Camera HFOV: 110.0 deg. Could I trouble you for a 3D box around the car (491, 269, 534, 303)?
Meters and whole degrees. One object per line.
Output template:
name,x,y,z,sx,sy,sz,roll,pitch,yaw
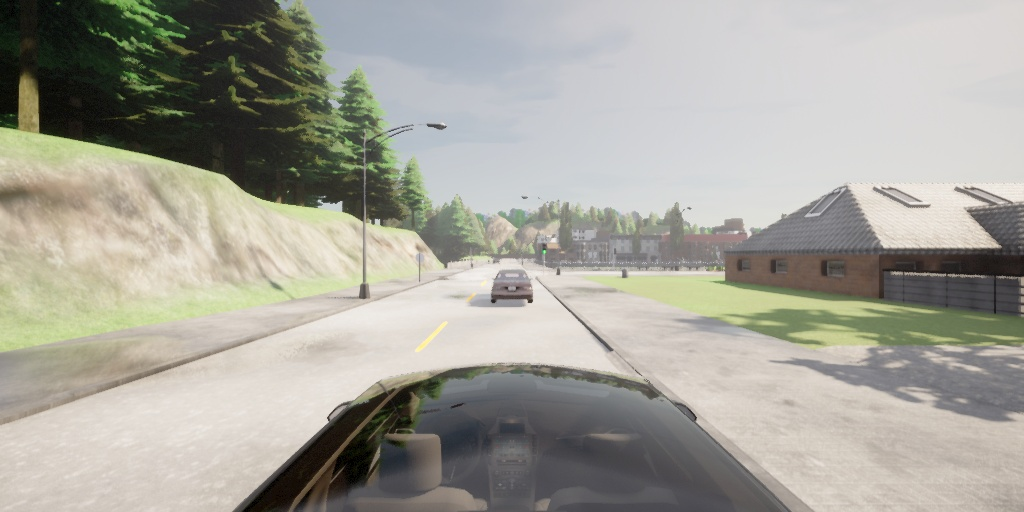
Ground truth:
car,0.000,1.310,16.500,2.033,1.411,5.357,0,0,0
